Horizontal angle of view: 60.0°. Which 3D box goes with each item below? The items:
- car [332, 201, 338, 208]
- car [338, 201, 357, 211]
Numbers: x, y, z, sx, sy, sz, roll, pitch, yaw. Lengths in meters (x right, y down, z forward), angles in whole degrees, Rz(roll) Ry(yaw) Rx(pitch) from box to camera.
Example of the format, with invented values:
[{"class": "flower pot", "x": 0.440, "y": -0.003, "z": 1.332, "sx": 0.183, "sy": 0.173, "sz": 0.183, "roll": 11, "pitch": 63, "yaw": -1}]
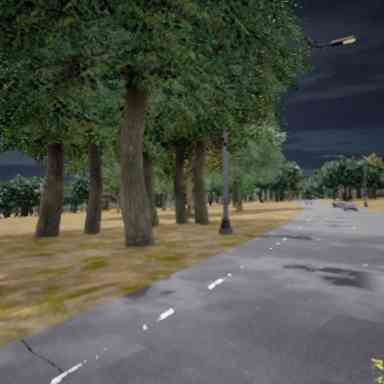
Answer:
[{"class": "car", "x": 29.594, "y": 2.482, "z": 67.685, "sx": 2.128, "sy": 1.511, "sz": 4.902, "roll": 0, "pitch": -1, "yaw": 17}, {"class": "car", "x": 24.566, "y": 2.238, "z": 52.008, "sx": 2.033, "sy": 1.411, "sz": 5.357, "roll": 0, "pitch": -1, "yaw": 19}]
